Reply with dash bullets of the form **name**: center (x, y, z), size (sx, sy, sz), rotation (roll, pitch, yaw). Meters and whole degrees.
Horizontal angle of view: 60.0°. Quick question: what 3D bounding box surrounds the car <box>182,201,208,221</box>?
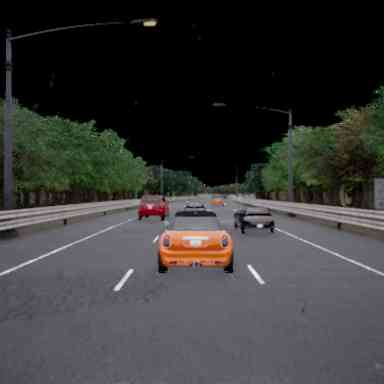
- **car**: center (0.285, 1.582, 29.252), size (2.128, 1.511, 4.902), rotation (0, 0, 1)

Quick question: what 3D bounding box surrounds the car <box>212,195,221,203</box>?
- **car**: center (6.289, 1.777, 85.217), size (2.150, 2.045, 5.566), rotation (0, -1, 5)

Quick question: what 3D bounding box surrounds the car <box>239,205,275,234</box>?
- **car**: center (3.547, 1.542, 19.652), size (2.128, 1.511, 4.902), rotation (0, 0, 1)

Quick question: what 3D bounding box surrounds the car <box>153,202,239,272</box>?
- **car**: center (0.105, 1.375, 10.964), size (2.097, 1.767, 4.553), rotation (0, 0, 0)

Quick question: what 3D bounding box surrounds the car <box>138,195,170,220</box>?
- **car**: center (-3.218, 1.309, 28.696), size (2.150, 2.045, 5.566), rotation (0, 0, 1)

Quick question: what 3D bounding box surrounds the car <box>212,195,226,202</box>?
- **car**: center (4.896, 1.682, 63.355), size (2.097, 1.767, 4.553), rotation (0, -1, 3)
